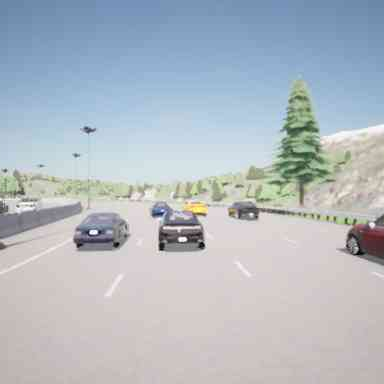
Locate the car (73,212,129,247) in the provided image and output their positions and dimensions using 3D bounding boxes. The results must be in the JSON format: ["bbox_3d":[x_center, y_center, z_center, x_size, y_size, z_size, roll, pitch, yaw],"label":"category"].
[{"bbox_3d":[-4.112,1.650,15.605,2.033,1.411,5.357,0,0,-6],"label":"car"}]

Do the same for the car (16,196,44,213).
[{"bbox_3d":[-19.216,1.552,39.606,2.150,2.045,5.566,0,0,-14],"label":"car"}]

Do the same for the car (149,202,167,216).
[{"bbox_3d":[-3.183,1.736,33.371,1.994,1.385,4.181,0,0,-12],"label":"car"}]

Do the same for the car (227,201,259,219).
[{"bbox_3d":[4.548,1.600,30.122,1.837,1.490,4.892,0,0,-9],"label":"car"}]

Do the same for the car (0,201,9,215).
[{"bbox_3d":[-22.454,1.855,38.054,1.837,1.490,4.892,0,0,-14],"label":"car"}]

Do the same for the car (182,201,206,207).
[{"bbox_3d":[0.136,1.628,34.912,1.882,1.535,5.008,0,0,-12],"label":"car"}]

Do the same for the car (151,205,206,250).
[{"bbox_3d":[-0.557,1.562,14.861,2.128,1.511,4.902,0,0,-5],"label":"car"}]

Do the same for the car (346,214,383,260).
[{"bbox_3d":[6.751,1.341,10.320,2.097,1.767,4.553,-1,0,-3],"label":"car"}]
